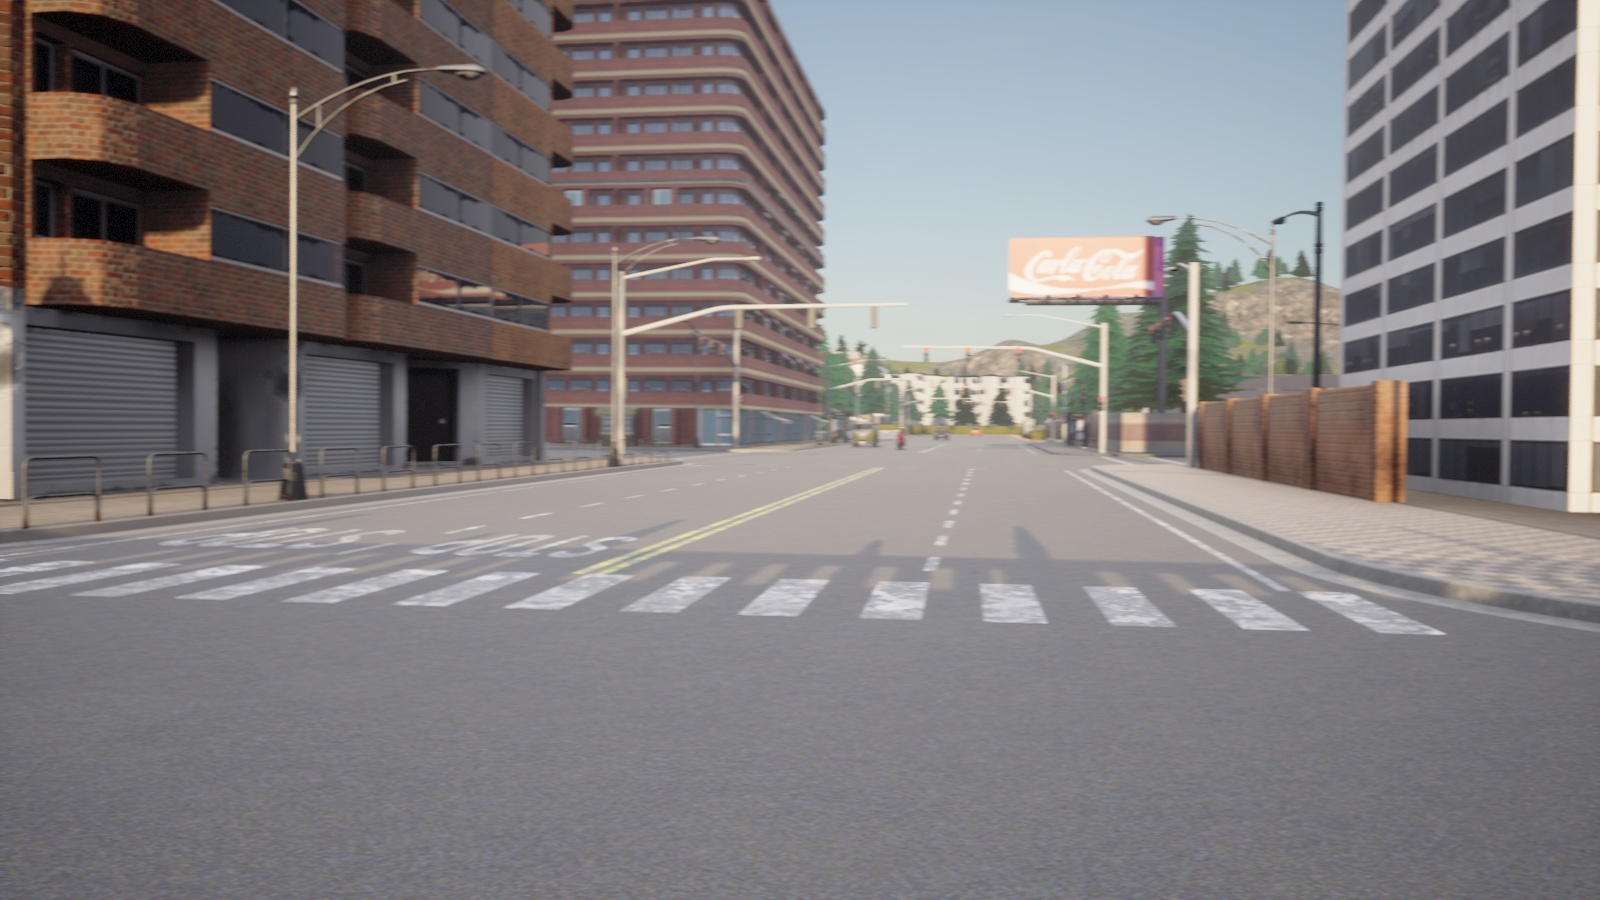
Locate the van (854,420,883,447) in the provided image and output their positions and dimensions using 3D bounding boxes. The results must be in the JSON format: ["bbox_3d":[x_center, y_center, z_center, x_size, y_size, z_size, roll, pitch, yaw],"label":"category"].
[{"bbox_3d":[5.310,-1.288,96.751,1.775,1.987,4.442,-1,1,9],"label":"van"}]
